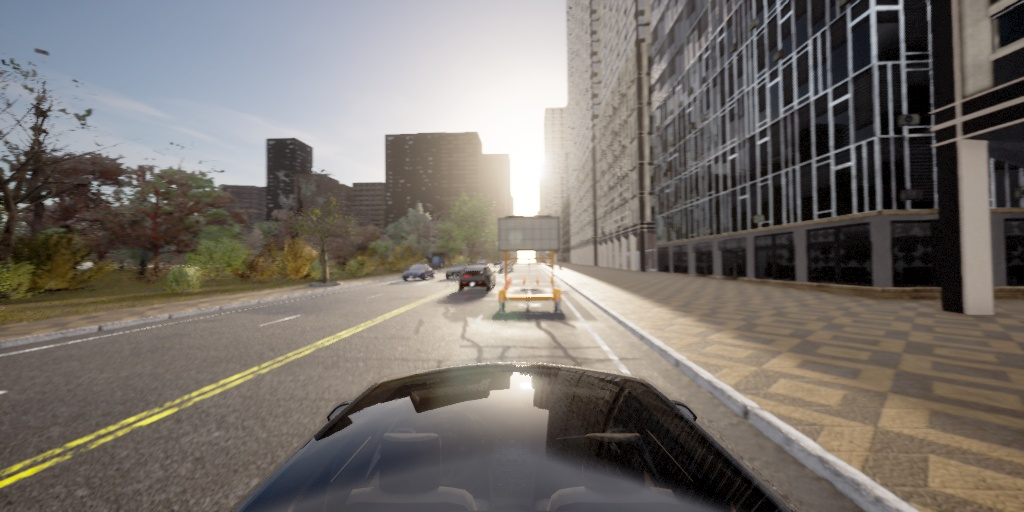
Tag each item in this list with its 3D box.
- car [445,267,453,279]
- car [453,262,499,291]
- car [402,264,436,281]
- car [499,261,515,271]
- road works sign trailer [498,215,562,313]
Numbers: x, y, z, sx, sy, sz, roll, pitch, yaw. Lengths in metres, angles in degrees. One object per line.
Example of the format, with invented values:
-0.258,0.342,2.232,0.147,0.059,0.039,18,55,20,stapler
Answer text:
-4.957,1.451,33.861,1.994,1.385,4.181,-1,0,3,car
-2.077,1.312,22.247,1.837,1.490,4.892,-1,0,3,car
-8.294,1.449,32.202,1.812,1.442,4.674,-1,0,3,car
-0.659,1.435,51.458,1.812,1.442,4.674,-1,0,3,car
0.691,0.217,14.010,2.380,3.560,2.880,0,0,3,road works sign trailer
